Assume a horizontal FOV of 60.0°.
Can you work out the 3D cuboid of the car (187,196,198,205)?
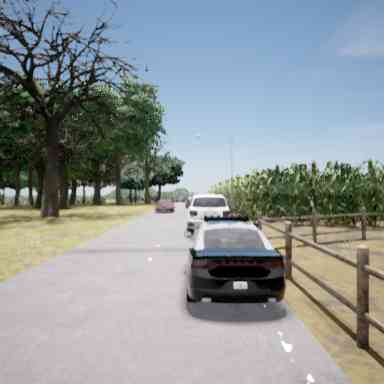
[{"bbox_3d":[0.056,1.485,59.198,1.837,1.490,4.892,0,0,0],"label":"car"}]

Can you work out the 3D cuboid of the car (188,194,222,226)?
[{"bbox_3d":[0.848,1.152,24.215,2.150,2.045,5.566,0,0,0],"label":"car"}]

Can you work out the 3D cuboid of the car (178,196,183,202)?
[{"bbox_3d":[-2.677,1.667,76.700,2.128,1.511,4.902,0,-1,0],"label":"car"}]

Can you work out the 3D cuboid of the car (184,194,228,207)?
[{"bbox_3d":[0.842,1.158,18.213,2.150,2.045,5.566,0,0,0],"label":"car"}]

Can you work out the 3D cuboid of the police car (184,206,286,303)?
[{"bbox_3d":[0.832,1.384,8.287,1.930,1.638,5.238,0,0,0],"label":"police car"}]

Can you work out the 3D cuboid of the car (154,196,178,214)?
[{"bbox_3d":[-2.813,1.451,35.174,1.812,1.442,4.674,0,0,0],"label":"car"}]
